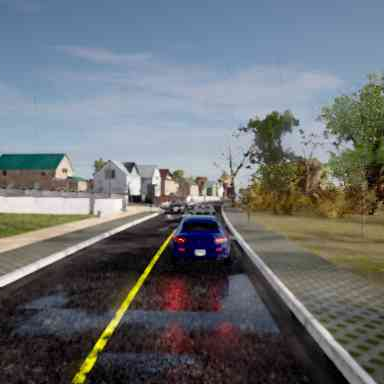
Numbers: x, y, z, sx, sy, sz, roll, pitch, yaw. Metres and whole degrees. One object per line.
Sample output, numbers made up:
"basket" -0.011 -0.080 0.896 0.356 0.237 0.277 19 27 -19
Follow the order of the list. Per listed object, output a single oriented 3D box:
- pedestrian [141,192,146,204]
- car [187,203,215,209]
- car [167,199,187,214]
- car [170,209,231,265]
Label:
"pedestrian" -7.298 0.863 50.198 0.375 1.860 0.375 0 -3 4
"car" 0.870 1.619 26.120 1.895 1.301 4.718 0 0 3
"car" -1.434 1.539 35.362 2.128 1.511 4.902 0 0 4
"car" 0.289 1.522 11.567 1.812 1.442 4.674 0 0 1
